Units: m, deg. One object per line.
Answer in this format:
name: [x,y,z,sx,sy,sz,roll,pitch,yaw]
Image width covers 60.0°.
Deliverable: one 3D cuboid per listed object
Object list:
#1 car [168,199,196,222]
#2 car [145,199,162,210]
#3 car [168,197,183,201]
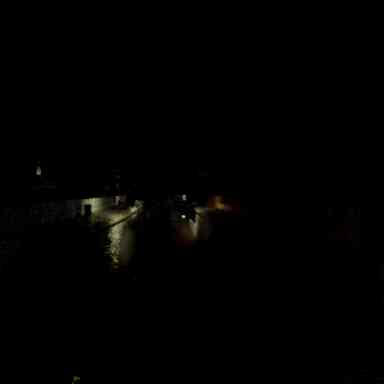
car: [-0.740,1.519,26.251,1.837,1.490,4.892,0,-1,-3]
car: [-4.899,1.604,42.703,1.994,1.385,4.181,0,0,-5]
car: [-1.964,1.387,42.430,2.097,1.767,4.553,0,0,-5]
